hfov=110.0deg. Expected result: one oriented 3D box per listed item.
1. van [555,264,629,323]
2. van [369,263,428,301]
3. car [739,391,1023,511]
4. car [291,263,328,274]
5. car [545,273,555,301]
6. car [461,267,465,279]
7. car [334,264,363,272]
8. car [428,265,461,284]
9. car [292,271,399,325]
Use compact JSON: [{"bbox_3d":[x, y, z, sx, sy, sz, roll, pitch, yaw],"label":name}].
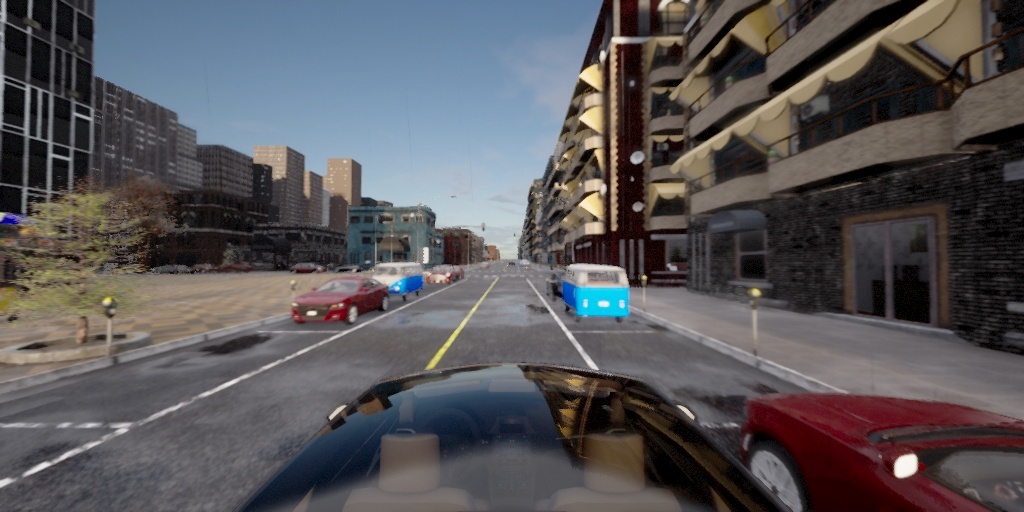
[{"bbox_3d":[2.692,1.191,12.400,1.690,1.789,3.998,0,0,0],"label":"van"},{"bbox_3d":[-5.656,1.242,18.013,1.690,1.789,3.998,0,0,0],"label":"van"},{"bbox_3d":[2.692,1.289,1.109,1.888,1.381,4.507,0,0,0],"label":"car"},{"bbox_3d":[-26.373,1.645,46.709,4.097,1.591,1.967,0,0,1],"label":"car"},{"bbox_3d":[2.692,1.467,18.046,1.948,1.339,4.313,0,0,0],"label":"car"},{"bbox_3d":[-5.656,1.597,34.950,1.888,1.381,4.507,0,0,0],"label":"car"},{"bbox_3d":[-25.195,1.966,55.331,4.313,1.339,1.948,0,0,1],"label":"car"},{"bbox_3d":[-5.656,1.442,29.305,1.967,1.591,4.097,0,0,0],"label":"car"},{"bbox_3d":[-5.656,1.395,12.367,1.888,1.381,4.507,0,0,0],"label":"car"}]
